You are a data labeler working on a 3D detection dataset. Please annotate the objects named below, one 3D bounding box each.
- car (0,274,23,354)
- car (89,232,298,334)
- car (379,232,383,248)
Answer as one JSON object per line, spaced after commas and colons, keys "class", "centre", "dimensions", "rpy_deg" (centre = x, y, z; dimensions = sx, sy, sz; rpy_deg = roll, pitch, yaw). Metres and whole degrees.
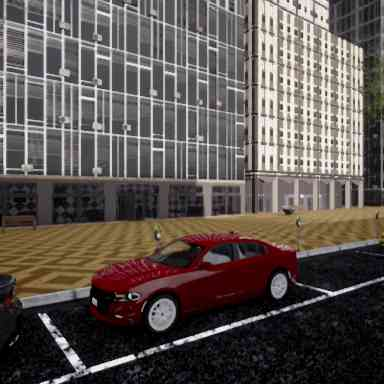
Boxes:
{"class": "car", "centre": [-4.265, 1.552, 3.520], "dimensions": [4.403, 1.369, 2.008], "rpy_deg": [0, 0, -35]}
{"class": "car", "centre": [0.244, 1.543, 6.725], "dimensions": [4.507, 1.381, 1.887], "rpy_deg": [0, 0, -35]}
{"class": "car", "centre": [9.125, 1.521, 13.037], "dimensions": [4.829, 1.417, 1.752], "rpy_deg": [0, 0, -35]}
